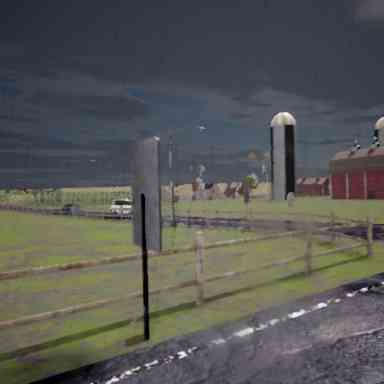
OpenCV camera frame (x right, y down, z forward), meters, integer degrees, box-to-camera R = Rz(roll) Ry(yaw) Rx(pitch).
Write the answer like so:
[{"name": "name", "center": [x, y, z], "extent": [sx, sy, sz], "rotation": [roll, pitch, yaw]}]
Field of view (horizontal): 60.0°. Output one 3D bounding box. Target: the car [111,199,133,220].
[{"name": "car", "center": [-6.446, 1.757, 35.164], "extent": [2.150, 2.045, 5.566], "rotation": [-2, 0, -43]}]

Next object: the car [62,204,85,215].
[{"name": "car", "center": [-16.676, 2.371, 46.487], "extent": [1.812, 1.442, 4.674], "rotation": [-2, 0, -41]}]
